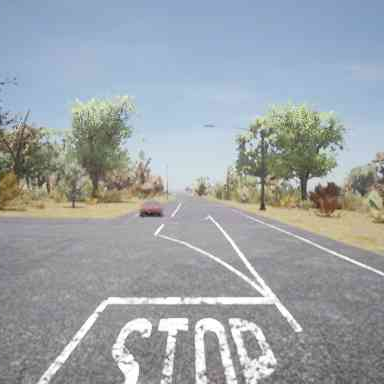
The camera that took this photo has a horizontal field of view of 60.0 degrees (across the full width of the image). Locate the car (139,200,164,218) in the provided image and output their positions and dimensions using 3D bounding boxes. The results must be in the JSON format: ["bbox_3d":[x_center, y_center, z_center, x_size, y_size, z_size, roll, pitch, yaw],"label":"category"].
[{"bbox_3d":[-3.604,1.484,30.473,1.882,1.535,5.008,0,0,0],"label":"car"}]
